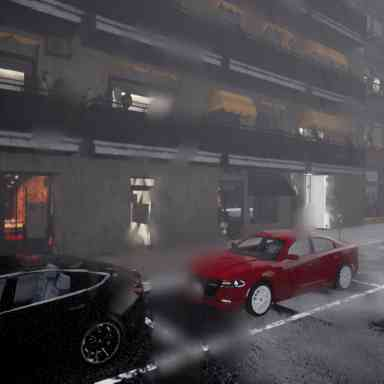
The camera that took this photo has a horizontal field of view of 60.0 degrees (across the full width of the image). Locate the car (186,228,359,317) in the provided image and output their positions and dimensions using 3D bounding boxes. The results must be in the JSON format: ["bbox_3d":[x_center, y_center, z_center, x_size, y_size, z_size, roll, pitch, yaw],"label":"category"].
[{"bbox_3d":[1.953,1.546,7.485,4.507,1.381,1.887,0,1,-36],"label":"car"}]

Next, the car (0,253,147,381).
[{"bbox_3d":[-2.663,1.566,4.191,4.313,1.339,1.947,0,1,-36],"label":"car"}]
